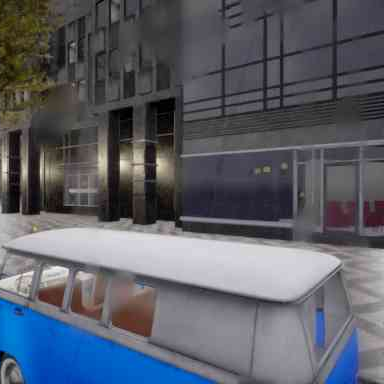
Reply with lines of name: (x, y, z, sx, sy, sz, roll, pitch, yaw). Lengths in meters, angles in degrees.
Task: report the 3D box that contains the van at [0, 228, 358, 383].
van: (-0.500, 1.341, 3.321, 3.998, 1.788, 1.690, 0, 0, 36)
